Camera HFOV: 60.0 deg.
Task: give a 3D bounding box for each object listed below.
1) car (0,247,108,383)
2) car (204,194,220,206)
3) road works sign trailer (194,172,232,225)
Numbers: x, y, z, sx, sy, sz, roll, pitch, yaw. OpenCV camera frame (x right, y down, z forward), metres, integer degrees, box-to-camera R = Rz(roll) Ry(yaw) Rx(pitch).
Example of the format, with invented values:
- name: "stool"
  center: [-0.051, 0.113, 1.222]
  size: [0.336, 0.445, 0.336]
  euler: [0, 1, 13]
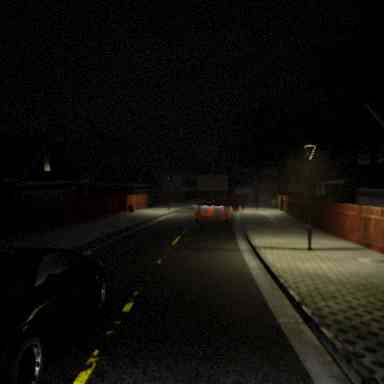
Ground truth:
- name: "car"
  center: [-2.684, 1.549, 4.840]
  size: [1.994, 1.385, 4.181]
  euler: [0, 0, 2]
- name: "car"
  center: [2.873, 1.138, 46.986]
  size: [1.837, 1.490, 4.892]
  euler: [1, 1, 12]
- name: "road works sign trailer"
  center: [1.484, 0.377, 23.682]
  size: [2.380, 3.560, 2.880]
  euler: [0, 0, 10]
